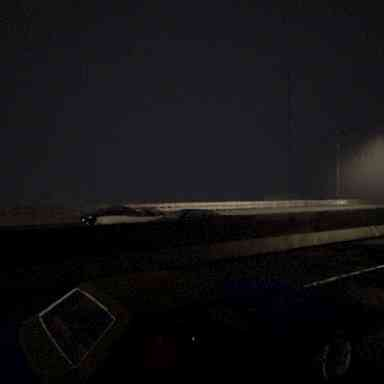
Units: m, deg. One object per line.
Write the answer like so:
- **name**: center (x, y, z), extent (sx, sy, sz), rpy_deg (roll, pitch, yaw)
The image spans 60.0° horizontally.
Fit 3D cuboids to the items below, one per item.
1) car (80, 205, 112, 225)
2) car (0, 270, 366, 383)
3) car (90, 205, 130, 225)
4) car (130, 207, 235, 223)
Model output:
- **car**: center (-5.105, 1.561, 21.803), extent (4.181, 1.385, 1.994), rpy_deg (0, 0, -35)
- **car**: center (-0.108, 1.600, 3.660), extent (4.718, 1.301, 1.895), rpy_deg (0, 0, -35)
- **car**: center (-3.019, 1.599, 18.996), extent (4.718, 1.301, 1.895), rpy_deg (0, 0, -35)
- **car**: center (-0.111, 1.548, 16.767), extent (5.357, 1.411, 2.033), rpy_deg (0, 0, -35)
